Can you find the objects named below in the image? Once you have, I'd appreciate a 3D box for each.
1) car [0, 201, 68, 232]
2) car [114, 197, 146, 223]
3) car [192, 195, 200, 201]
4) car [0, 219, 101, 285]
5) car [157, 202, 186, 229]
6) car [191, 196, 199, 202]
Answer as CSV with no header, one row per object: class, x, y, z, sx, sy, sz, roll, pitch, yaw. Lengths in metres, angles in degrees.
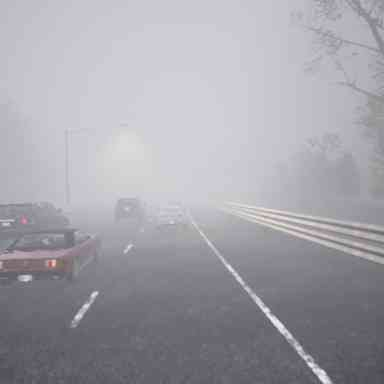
car,-8.035,1.488,16.805,2.150,2.045,5.566,-1,0,-4
car,-5.192,1.461,28.485,2.150,2.045,5.566,-1,0,-3
car,1.173,1.772,93.874,2.128,1.511,4.902,-1,0,1
car,-4.051,1.740,10.006,1.895,1.301,4.718,-1,0,-4
car,-1.374,1.642,22.625,1.812,1.442,4.674,-1,0,-3
car,0.806,1.721,82.436,1.812,1.442,4.674,-1,0,2
